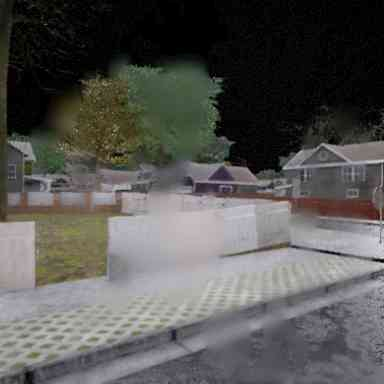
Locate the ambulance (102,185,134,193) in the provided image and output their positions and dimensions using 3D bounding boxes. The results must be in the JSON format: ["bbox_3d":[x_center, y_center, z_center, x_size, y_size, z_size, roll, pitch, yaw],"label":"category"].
[{"bbox_3d":[-9.169,0.341,41.748,2.351,2.431,6.366,1,0,-36],"label":"ambulance"}]
